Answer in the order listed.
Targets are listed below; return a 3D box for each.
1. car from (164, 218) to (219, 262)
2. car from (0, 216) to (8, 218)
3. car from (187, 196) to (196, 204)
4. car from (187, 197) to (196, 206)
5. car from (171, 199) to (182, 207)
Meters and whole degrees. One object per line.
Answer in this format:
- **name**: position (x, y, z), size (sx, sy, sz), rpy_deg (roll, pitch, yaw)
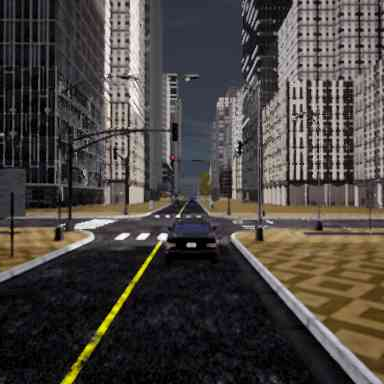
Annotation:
- **car**: position (-0.001, 1.676, 12.545), size (2.033, 1.411, 5.357), rpy_deg (0, -1, 0)
- **car**: position (-19.225, 1.674, 30.985), size (4.097, 1.590, 1.967), rpy_deg (0, -1, -1)
- **car**: position (-0.056, 2.018, 83.594), size (2.097, 1.767, 4.553), rpy_deg (0, -1, 0)
- **car**: position (-0.048, 2.250, 73.617), size (1.812, 1.442, 4.674), rpy_deg (0, -1, 0)
- **car**: position (-3.055, 2.162, 66.271), size (1.837, 1.490, 4.892), rpy_deg (0, 0, 0)
